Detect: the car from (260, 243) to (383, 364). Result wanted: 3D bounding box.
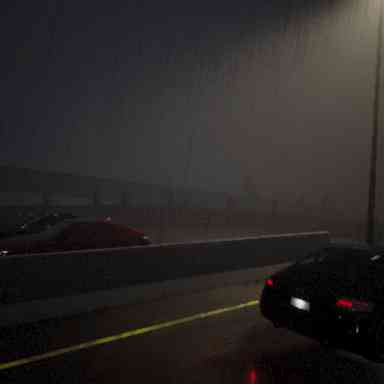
[{"bbox_3d":[3.214,1.654,6.035,4.181,1.385,1.994,2,-1,-35],"label":"car"}]

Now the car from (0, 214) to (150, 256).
[{"bbox_3d":[-3.517,1.551,10.079,4.674,1.442,1.812,1,-1,-35],"label":"car"}]

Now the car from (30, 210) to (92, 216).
[{"bbox_3d":[-5.611,1.523,12.885,4.892,1.490,1.837,1,0,-35],"label":"car"}]

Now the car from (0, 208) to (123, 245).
[{"bbox_3d":[-6.398,1.596,16.621,5.357,1.411,2.033,1,-1,-35],"label":"car"}]
